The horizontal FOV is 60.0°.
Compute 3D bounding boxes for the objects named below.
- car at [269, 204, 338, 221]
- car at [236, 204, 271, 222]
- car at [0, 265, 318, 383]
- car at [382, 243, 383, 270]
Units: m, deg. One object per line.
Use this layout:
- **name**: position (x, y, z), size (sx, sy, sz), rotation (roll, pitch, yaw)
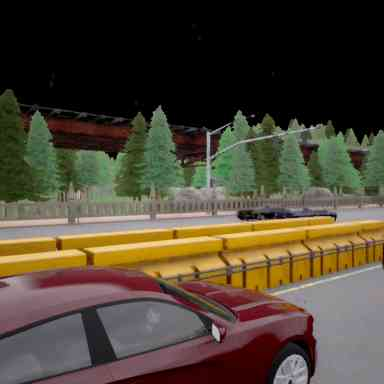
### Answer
- **car**: position (7.644, 1.601, 22.338), size (4.718, 1.301, 1.895), rotation (0, 0, -35)
- **car**: position (5.600, 1.601, 25.179), size (4.718, 1.301, 1.895), rotation (0, 0, -35)
- **car**: position (-0.866, 1.478, 3.127), size (5.008, 1.535, 1.882), rotation (0, 0, -35)
- **car**: position (6.953, 1.478, 8.731), size (5.008, 1.535, 1.882), rotation (0, 0, -35)
